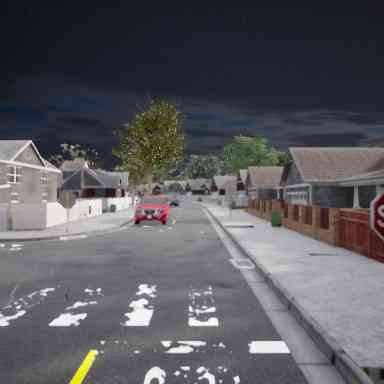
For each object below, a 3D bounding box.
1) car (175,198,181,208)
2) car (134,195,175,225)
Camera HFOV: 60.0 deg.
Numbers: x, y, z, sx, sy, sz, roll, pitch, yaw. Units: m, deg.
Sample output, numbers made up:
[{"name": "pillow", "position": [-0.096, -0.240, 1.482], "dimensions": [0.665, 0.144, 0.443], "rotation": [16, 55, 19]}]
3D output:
[{"name": "car", "position": [-2.693, 1.575, 49.771], "dimensions": [2.033, 1.411, 5.357], "rotation": [0, 0, 0]}, {"name": "car", "position": [-2.737, 1.257, 24.393], "dimensions": [2.150, 2.045, 5.566], "rotation": [0, 0, 1]}]
